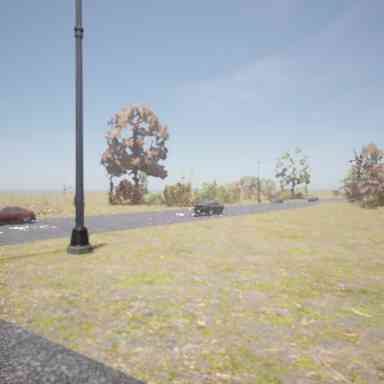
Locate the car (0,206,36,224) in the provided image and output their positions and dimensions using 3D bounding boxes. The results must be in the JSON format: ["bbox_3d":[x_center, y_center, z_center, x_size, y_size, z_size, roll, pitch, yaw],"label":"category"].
[{"bbox_3d":[-14.242,1.827,25.191,1.812,1.442,4.674,0,0,34],"label":"car"}]

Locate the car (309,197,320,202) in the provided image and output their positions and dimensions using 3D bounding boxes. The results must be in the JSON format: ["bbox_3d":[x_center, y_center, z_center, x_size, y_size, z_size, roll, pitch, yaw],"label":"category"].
[{"bbox_3d":[32.865,1.960,89.180,2.128,1.511,4.902,0,0,34],"label":"car"}]

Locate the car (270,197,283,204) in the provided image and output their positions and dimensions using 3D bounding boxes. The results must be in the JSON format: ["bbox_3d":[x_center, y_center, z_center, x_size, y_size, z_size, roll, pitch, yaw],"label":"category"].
[{"bbox_3d":[19.073,1.945,74.918,2.128,1.511,4.902,0,0,34],"label":"car"}]

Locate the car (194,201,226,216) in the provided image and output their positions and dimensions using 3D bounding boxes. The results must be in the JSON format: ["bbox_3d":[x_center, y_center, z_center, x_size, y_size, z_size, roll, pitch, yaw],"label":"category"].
[{"bbox_3d":[2.047,1.776,36.915,1.837,1.490,4.892,0,0,34],"label":"car"}]
